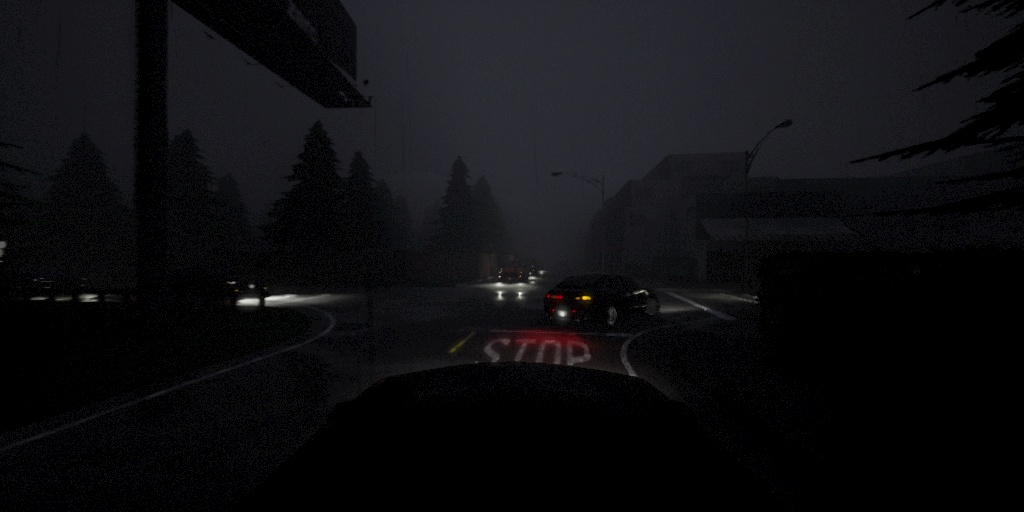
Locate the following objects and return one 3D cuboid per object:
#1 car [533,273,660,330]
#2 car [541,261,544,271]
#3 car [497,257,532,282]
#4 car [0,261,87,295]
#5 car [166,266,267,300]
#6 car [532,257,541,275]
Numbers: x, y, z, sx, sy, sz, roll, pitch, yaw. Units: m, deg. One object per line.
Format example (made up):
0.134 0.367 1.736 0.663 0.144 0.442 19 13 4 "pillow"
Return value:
2.984 1.285 11.472 1.837 1.490 4.892 -3 -2 42 "car"
3.790 1.375 54.180 1.882 1.535 5.008 0 0 9 "car"
0.154 1.174 29.800 2.097 1.767 4.553 0 0 9 "car"
-23.136 1.006 17.072 5.008 1.535 1.882 0 0 8 "car"
-13.199 1.126 15.778 4.181 1.385 1.994 0 0 8 "car"
1.708 1.076 40.367 2.150 2.045 5.566 0 0 8 "car"
